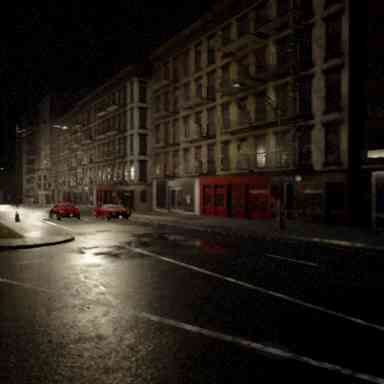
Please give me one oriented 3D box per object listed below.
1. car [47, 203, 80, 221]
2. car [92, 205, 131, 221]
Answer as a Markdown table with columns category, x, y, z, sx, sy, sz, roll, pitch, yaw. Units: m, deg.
| category | x | y | z | sx | sy | sz | roll | pitch | yaw |
| --- | --- | --- | --- | --- | --- | --- | --- | --- | --- |
| car | -11.188 | 1.717 | 29.105 | 1.812 | 1.442 | 4.674 | 0 | 0 | -35 |
| car | -7.073 | 1.756 | 28.890 | 1.895 | 1.301 | 4.718 | 0 | 0 | -35 |
